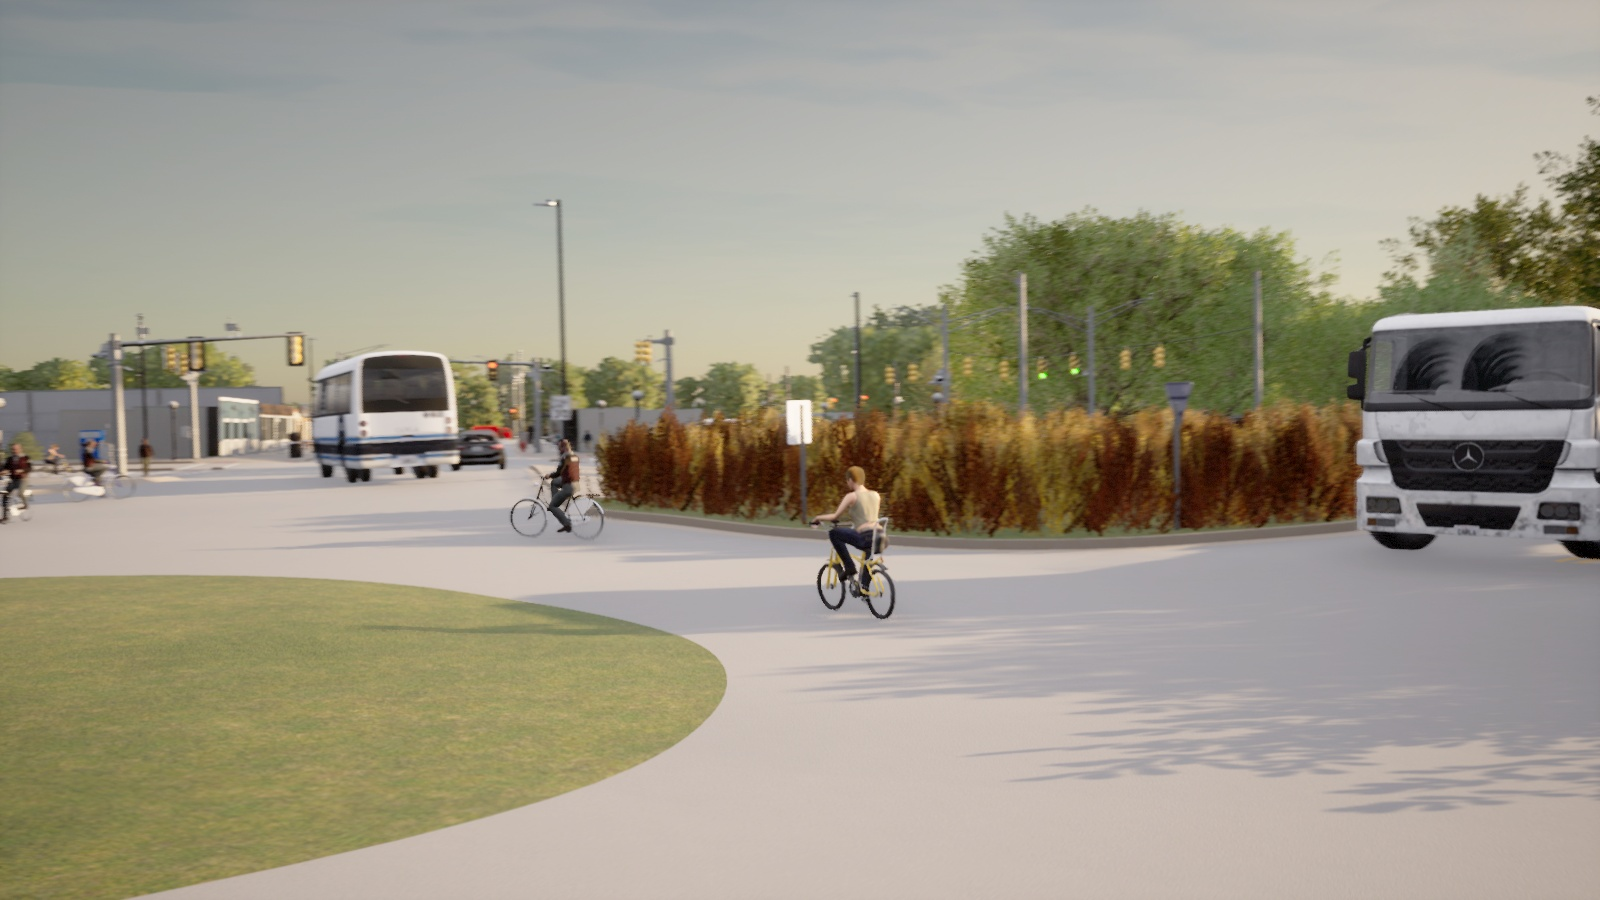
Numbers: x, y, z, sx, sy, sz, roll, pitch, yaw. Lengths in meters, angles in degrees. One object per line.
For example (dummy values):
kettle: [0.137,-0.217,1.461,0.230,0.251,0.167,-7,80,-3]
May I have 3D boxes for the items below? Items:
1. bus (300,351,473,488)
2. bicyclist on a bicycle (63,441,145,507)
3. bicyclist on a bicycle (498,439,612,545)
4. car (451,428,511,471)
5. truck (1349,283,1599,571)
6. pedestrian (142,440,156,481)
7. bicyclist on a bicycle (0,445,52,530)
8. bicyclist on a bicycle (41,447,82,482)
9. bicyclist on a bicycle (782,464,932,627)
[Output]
bus: [-15.061,-1.053,45.023,3.944,4.253,10.273,-4,2,-28]
bicyclist on a bicycle: [-19.994,0.668,36.096,1.843,1.776,0.659,-4,3,-43]
bicyclist on a bicycle: [-4.294,0.712,22.027,1.843,1.776,0.659,1,3,19]
car: [-13.440,-0.009,53.139,2.242,1.667,4.611,-2,0,-12]
truck: [11.148,-0.407,19.052,2.891,3.462,7.936,0,2,41]
pedestrian: [-30.023,0.475,57.945,0.431,1.840,0.703,-2,2,-22]
bicyclist on a bicycle: [-17.124,0.804,27.467,0.659,1.776,1.843,-2,0,-11]
bicyclist on a bicycle: [-34.782,0.659,59.180,1.509,1.612,0.866,-1,1,-21]
bicyclist on a bicycle: [0.587,0.974,13.549,0.866,1.612,1.509,-3,1,-31]
